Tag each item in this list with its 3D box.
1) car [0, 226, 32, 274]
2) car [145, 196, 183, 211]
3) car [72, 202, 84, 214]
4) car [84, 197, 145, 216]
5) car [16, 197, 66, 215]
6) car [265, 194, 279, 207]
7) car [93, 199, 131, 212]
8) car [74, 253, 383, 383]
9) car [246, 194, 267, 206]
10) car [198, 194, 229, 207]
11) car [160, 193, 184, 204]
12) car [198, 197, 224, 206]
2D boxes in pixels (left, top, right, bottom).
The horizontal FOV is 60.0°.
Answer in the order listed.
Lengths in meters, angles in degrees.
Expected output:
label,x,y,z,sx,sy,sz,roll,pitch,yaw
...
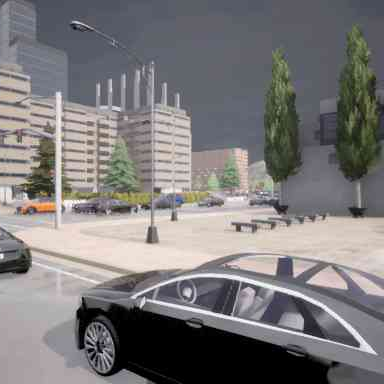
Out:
label,x,y,z,sx,sy,sz,roll,pitch,yaw
car,-6.318,1.564,9.473,4.181,1.385,1.994,0,0,40
car,-3.967,1.547,41.895,2.033,1.411,5.357,0,0,41
car,-10.170,1.352,34.733,2.097,1.767,4.553,0,0,41
car,-7.422,1.491,32.254,2.128,1.511,4.902,0,0,41
car,-15.432,1.352,34.102,2.097,1.767,4.553,0,0,42
car,13.614,1.478,51.196,1.882,1.535,5.008,0,0,41
car,-9.733,1.564,40.577,1.994,1.385,4.181,0,0,41
car,0.588,1.492,3.855,4.902,1.511,2.128,0,0,37
car,11.234,1.548,53.794,2.033,1.411,5.357,0,0,41
car,2.845,1.491,49.741,2.128,1.511,4.902,0,0,41
car,-3.575,1.221,47.686,2.150,2.045,5.566,0,0,41
car,3.141,1.526,55.403,1.812,1.442,4.674,0,0,41
